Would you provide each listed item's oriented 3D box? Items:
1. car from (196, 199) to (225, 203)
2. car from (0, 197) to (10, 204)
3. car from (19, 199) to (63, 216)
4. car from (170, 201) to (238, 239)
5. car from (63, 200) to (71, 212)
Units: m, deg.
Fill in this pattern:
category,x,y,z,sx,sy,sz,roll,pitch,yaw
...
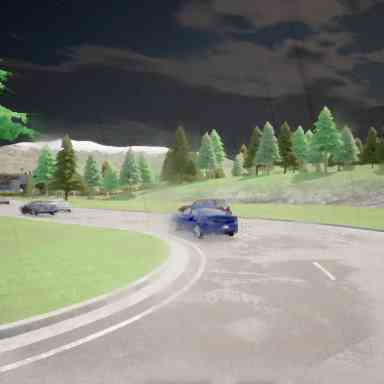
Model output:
category,x,y,z,sx,sy,sz,roll,pitch,yaw
car,0.963,1.352,27.465,4.553,1.767,2.097,0,0,42
car,-34.594,1.600,60.754,1.895,1.301,4.718,0,0,-36
car,-14.898,1.547,32.148,5.357,1.411,2.033,0,0,44
car,0.484,1.478,17.595,1.882,1.535,5.008,1,0,-25
car,-15.269,1.526,37.489,1.812,1.442,4.674,0,0,-45
